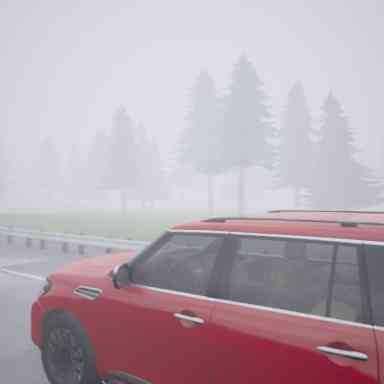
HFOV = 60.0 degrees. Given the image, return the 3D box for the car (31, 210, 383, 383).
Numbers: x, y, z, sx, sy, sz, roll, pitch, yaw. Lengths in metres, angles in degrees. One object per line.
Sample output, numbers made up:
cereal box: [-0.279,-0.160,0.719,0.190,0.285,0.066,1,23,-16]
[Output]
car: [0.652,1.216,3.460,5.566,2.045,2.150,0,0,35]
